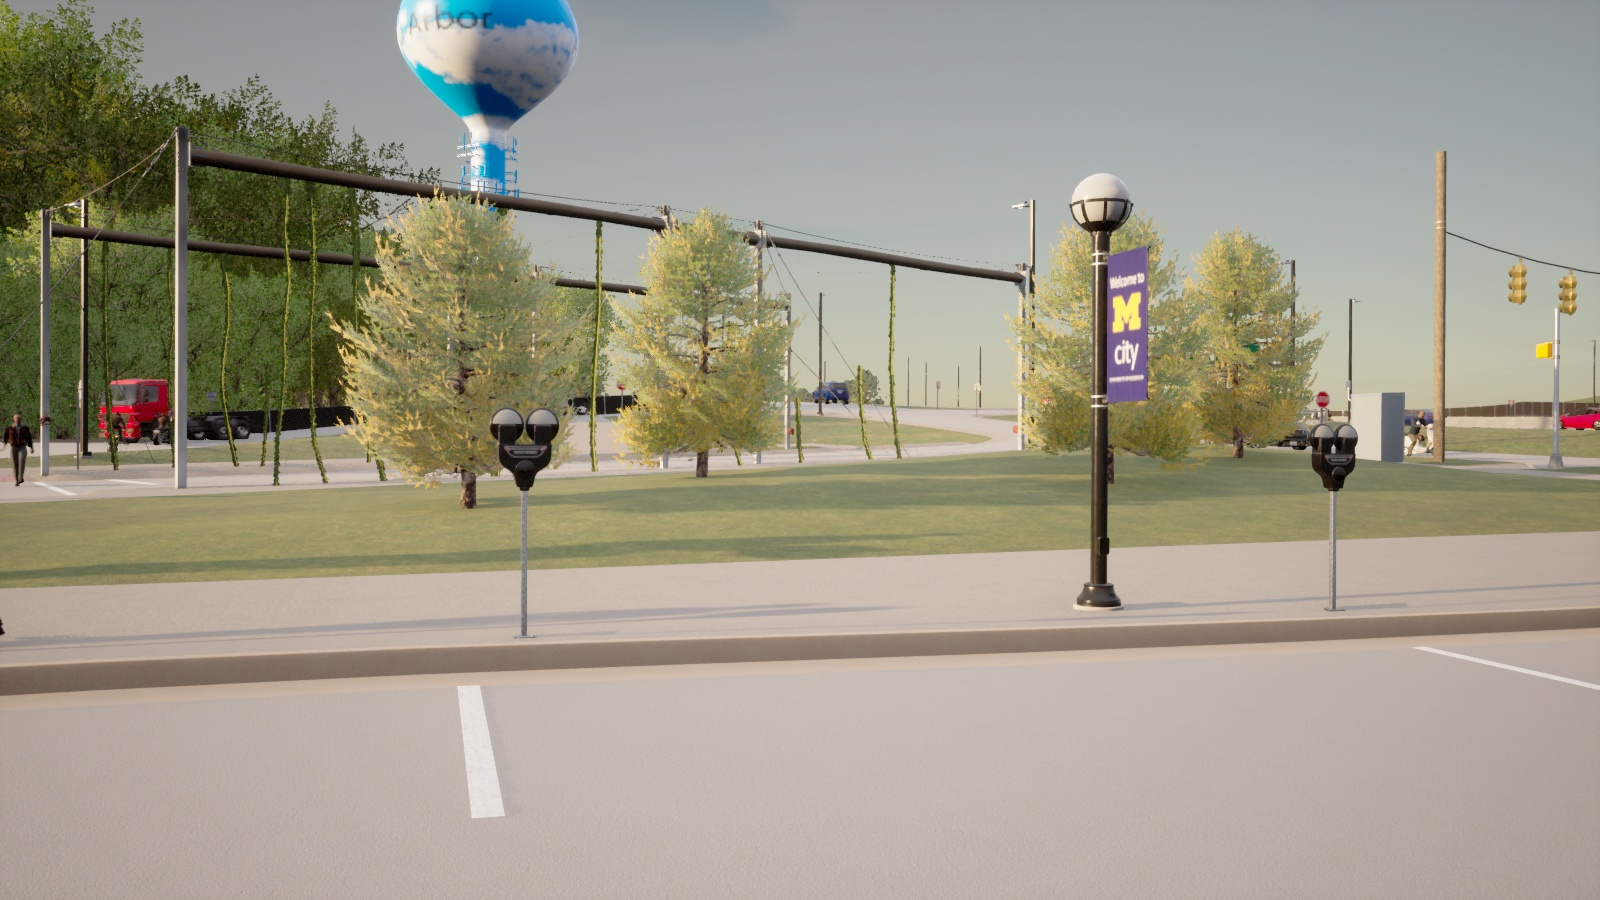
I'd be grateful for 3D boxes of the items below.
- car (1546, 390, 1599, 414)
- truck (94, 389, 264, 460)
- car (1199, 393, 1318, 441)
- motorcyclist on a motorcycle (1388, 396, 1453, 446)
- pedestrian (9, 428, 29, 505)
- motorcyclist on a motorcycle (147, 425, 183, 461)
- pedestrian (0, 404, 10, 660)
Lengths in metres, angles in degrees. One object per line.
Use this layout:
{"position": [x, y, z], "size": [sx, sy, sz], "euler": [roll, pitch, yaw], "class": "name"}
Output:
{"position": [51.555, -3.138, 82.222], "size": [2.007, 1.525, 4.514], "euler": [-1, 2, -17], "class": "car"}
{"position": [-33.283, -1.435, 67.684], "size": [2.891, 3.462, 7.936], "euler": [-1, 3, 26], "class": "truck"}
{"position": [17.805, -1.287, 49.000], "size": [2.097, 1.767, 4.553], "euler": [-1, 2, -15], "class": "car"}
{"position": [20.240, -0.942, 40.988], "size": [0.866, 1.590, 1.817], "euler": [-1, 2, -19], "class": "motorcyclist on a motorcycle"}
{"position": [-19.086, 0.390, 30.686], "size": [0.376, 1.854, 0.720], "euler": [-1, 0, -31], "class": "pedestrian"}
{"position": [-31.145, -0.356, 61.604], "size": [0.766, 1.649, 2.350], "euler": [2, 2, -6], "class": "motorcyclist on a motorcycle"}
{"position": [-6.044, 0.593, 8.963], "size": [0.594, 1.836, 0.345], "euler": [-1, 0, -18], "class": "pedestrian"}
